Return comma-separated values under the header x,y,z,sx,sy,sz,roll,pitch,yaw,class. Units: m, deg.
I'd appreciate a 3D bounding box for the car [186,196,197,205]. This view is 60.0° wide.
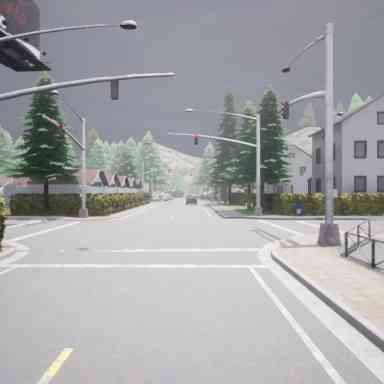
x,y,z,sx,sy,sz,roll,pitch,yaw,class
-0.089,1.504,59.170,1.837,1.490,4.892,0,0,0,car
